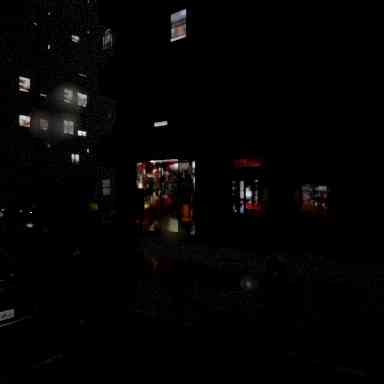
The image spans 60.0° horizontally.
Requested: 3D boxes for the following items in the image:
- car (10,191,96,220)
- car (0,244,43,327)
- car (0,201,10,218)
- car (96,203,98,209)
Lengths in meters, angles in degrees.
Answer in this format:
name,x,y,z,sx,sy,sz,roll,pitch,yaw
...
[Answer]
name,x,y,z,sx,sy,sz,roll,pitch,yaw
car,-10.763,0.994,26.253,2.150,2.045,5.566,0,1,35
car,-4.480,1.551,6.082,4.403,1.369,2.008,0,0,36
car,-14.013,1.350,26.106,2.008,1.369,4.403,1,1,35
car,-10.917,1.250,30.527,1.752,1.417,4.829,1,1,35
